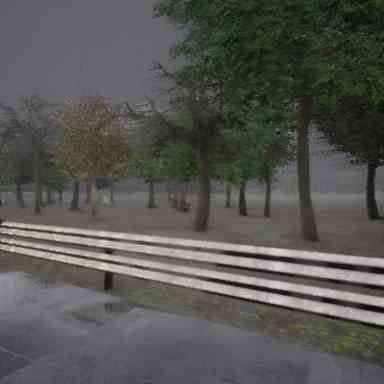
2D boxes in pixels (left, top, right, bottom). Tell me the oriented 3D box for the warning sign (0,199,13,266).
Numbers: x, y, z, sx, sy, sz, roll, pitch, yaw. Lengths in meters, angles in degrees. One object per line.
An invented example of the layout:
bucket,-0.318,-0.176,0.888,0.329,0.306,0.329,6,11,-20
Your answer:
warning sign,-6.034,1.153,9.469,1.060,1.860,1.300,0,0,36
